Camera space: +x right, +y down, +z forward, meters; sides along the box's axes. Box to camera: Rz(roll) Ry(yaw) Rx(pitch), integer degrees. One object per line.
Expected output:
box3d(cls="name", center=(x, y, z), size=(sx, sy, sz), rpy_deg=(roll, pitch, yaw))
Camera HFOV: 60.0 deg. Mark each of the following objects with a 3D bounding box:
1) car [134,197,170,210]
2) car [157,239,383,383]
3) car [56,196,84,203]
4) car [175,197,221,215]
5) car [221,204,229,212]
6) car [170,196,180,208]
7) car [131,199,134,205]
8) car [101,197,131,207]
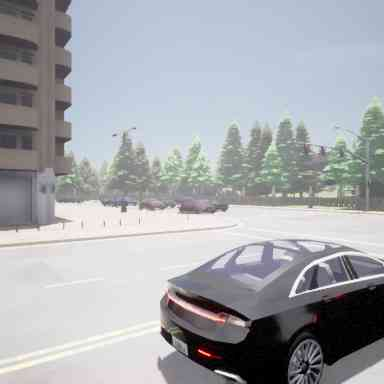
box3d(cls="car", center=(-5.036, 1.470, 41.462), size=(1.812, 1.442, 4.674), rpy_deg=(0, 0, -35))
box3d(cls="car", center=(1.847, 1.492, 5.103), size=(4.902, 1.511, 2.128), rpy_deg=(0, 0, -35))
box3d(cls="car", center=(-24.030, 1.492, 65.580), size=(5.357, 1.411, 2.033), rpy_deg=(0, 0, 15))
box3d(cls="car", center=(0.532, 1.509, 33.515), size=(1.994, 1.385, 4.181), rpy_deg=(0, 0, -35))
box3d(cls="car", center=(2.040, 1.545, 37.508), size=(1.895, 1.301, 4.718), rpy_deg=(0, 0, -35))
box3d(cls="car", center=(-4.105, 1.450, 46.091), size=(1.837, 1.490, 4.892), rpy_deg=(0, 0, -37))
box3d(cls="car", center=(-10.917, 1.470, 53.989), size=(4.674, 1.442, 1.812), rpy_deg=(0, 0, 42))
box3d(cls="car", center=(-11.611, 1.545, 49.899), size=(1.895, 1.301, 4.718), rpy_deg=(0, 0, -45))
